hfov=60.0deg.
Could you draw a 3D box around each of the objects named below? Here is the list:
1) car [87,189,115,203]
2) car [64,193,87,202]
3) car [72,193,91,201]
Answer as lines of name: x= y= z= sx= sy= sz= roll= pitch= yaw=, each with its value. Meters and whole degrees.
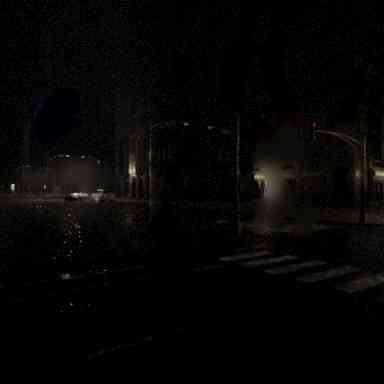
car: x=-13.801 y=0.620 z=51.431 sx=2.150 sy=2.045 sz=5.566 roll=0 pitch=1 yaw=-35
car: x=-19.085 y=0.864 z=53.623 sx=2.033 sy=1.411 sz=5.357 roll=0 pitch=1 yaw=-35
car: x=-20.039 y=0.857 z=60.140 sx=1.895 sy=1.301 sz=4.718 roll=0 pitch=1 yaw=-35
